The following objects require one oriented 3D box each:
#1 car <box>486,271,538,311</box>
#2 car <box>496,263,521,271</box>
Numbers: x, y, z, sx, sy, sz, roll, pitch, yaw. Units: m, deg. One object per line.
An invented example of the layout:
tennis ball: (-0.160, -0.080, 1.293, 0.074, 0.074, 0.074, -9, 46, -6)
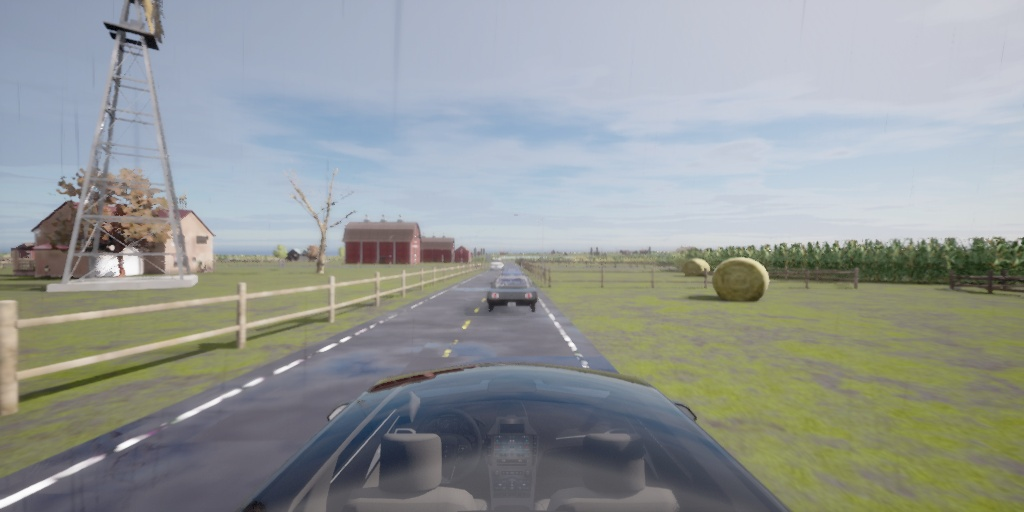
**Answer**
car: (0.011, 1.477, 15.098, 1.895, 1.301, 4.718, 0, -1, 0)
car: (0.001, 1.559, 29.362, 2.033, 1.411, 5.357, 0, -1, 0)
